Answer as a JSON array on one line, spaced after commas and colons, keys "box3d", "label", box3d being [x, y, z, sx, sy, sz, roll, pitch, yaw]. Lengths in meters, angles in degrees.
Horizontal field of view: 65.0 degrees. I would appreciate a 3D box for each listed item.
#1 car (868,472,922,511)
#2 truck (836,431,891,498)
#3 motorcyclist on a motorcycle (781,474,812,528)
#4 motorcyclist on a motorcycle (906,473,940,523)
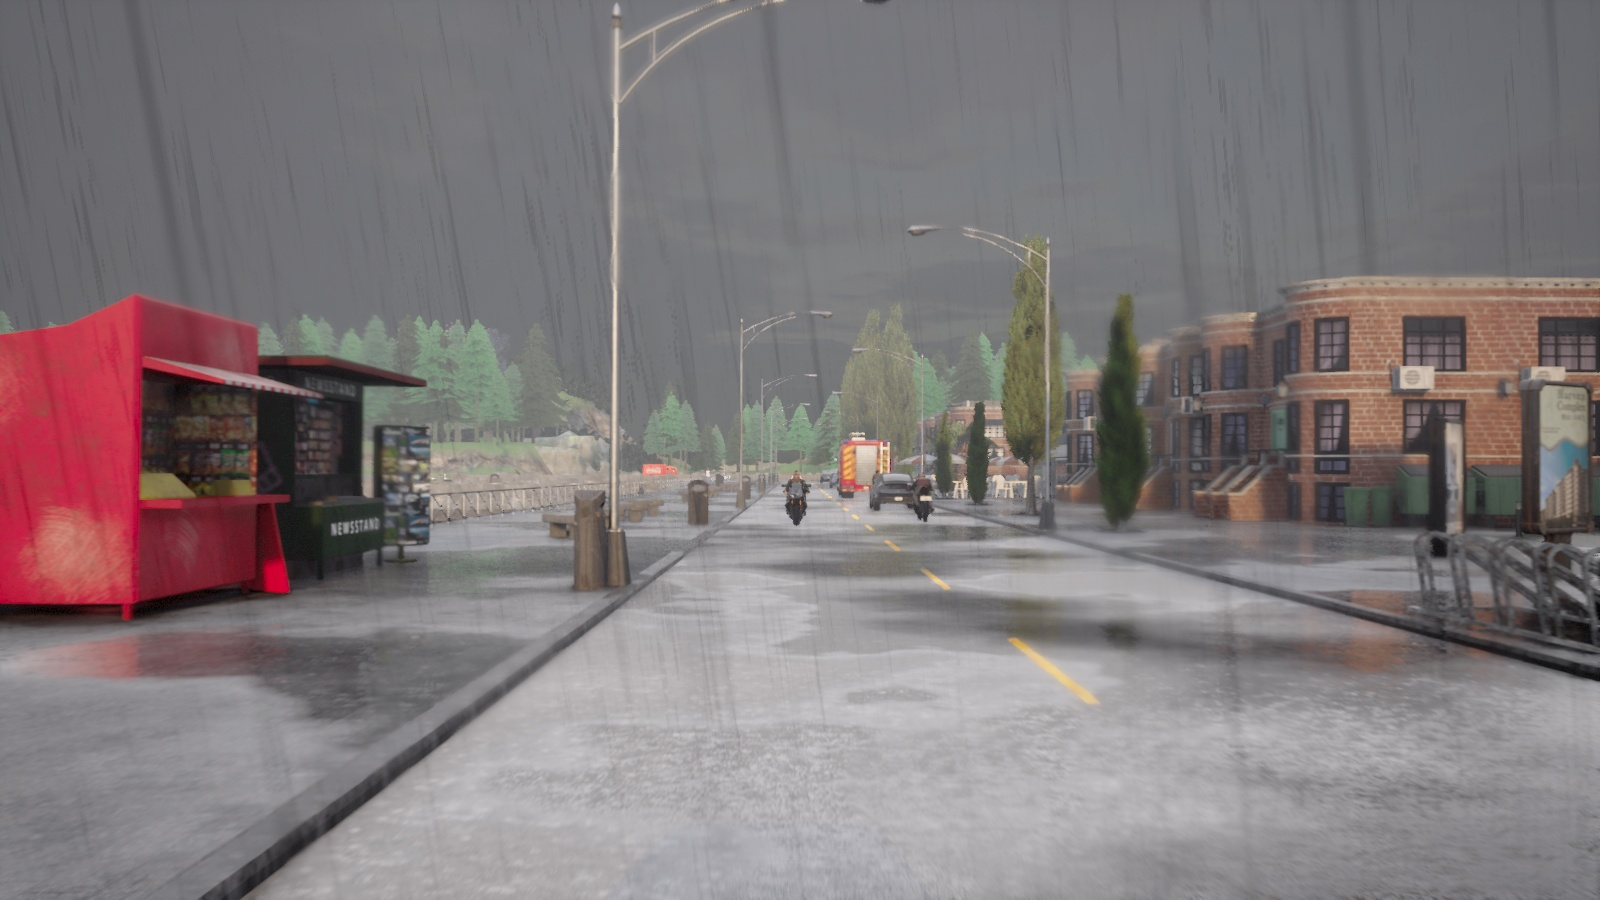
[{"box3d": [3.865, 1.670, 51.754, 1.837, 1.490, 4.892, 0, -1, 0], "label": "car"}, {"box3d": [3.797, 0.919, 76.707, 2.891, 3.827, 8.468, 0, -1, 0], "label": "truck"}, {"box3d": [-0.094, 1.462, 36.533, 0.866, 1.530, 2.191, 0, -1, 0], "label": "motorcyclist on a motorcycle"}, {"box3d": [3.896, 1.504, 40.006, 0.866, 1.530, 2.191, 0, -1, 0], "label": "motorcyclist on a motorcycle"}]
